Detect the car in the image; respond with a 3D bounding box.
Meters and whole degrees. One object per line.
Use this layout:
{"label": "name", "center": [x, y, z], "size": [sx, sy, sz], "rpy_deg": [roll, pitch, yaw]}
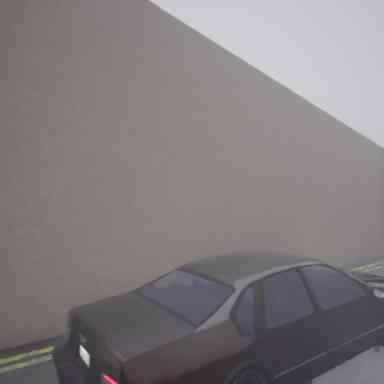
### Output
{"label": "car", "center": [1.068, 1.540, 4.513], "size": [5.357, 1.411, 2.033], "rpy_deg": [0, 0, -35]}
